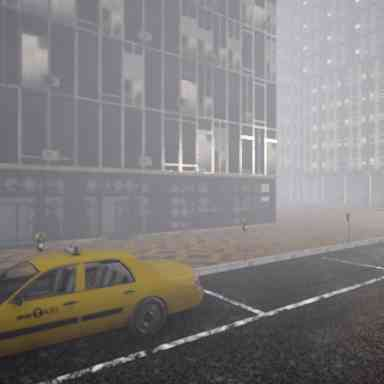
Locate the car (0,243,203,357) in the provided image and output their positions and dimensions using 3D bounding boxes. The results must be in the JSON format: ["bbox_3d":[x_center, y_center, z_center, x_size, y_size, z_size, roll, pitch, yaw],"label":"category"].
[{"bbox_3d":[-2.090,1.522,5.064,4.829,1.417,1.752,0,0,-35],"label":"car"}]
